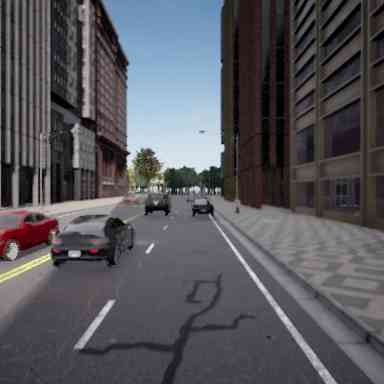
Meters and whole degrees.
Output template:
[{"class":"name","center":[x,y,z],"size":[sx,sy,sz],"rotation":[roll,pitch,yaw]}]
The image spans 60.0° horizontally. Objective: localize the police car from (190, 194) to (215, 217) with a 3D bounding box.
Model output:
[{"class":"police car","center":[0.969,1.307,30.158],"size":[1.930,1.638,5.238],"rotation":[0,0,0]}]

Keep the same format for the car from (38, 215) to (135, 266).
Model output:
[{"class":"car","center":[-3.138,1.482,11.216],"size":[1.812,1.442,4.674],"rotation":[0,0,0]}]

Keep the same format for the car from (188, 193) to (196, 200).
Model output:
[{"class":"car","center":[-0.014,1.077,81.943],"size":[2.033,1.411,5.357],"rotation":[0,0,0]}]

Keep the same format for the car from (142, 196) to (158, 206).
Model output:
[{"class":"car","center":[-6.575,1.318,52.400],"size":[1.812,1.442,4.674],"rotation":[0,0,0]}]

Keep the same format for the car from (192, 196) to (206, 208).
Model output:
[{"class":"car","center":[0.968,1.344,46.048],"size":[1.812,1.442,4.674],"rotation":[0,0,0]}]

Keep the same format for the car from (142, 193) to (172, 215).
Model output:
[{"class":"car","center":[-3.156,1.096,31.805],"size":[2.150,2.045,5.566],"rotation":[0,0,0]}]

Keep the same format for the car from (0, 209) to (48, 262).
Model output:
[{"class":"car","center":[-6.602,1.430,12.154],"size":[1.882,1.535,5.008],"rotation":[0,0,0]}]

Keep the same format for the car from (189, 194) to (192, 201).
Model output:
[{"class":"car","center":[0.967,1.193,40.019],"size":[2.097,1.767,4.553],"rotation":[0,0,0]}]

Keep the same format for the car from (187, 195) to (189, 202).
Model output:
[{"class":"car","center":[-0.010,1.308,64.671],"size":[1.994,1.385,4.181],"rotation":[0,0,0]}]

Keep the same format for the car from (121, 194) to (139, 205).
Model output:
[{"class":"car","center":[-9.821,1.142,52.942],"size":[2.097,1.767,4.553],"rotation":[0,0,0]}]
